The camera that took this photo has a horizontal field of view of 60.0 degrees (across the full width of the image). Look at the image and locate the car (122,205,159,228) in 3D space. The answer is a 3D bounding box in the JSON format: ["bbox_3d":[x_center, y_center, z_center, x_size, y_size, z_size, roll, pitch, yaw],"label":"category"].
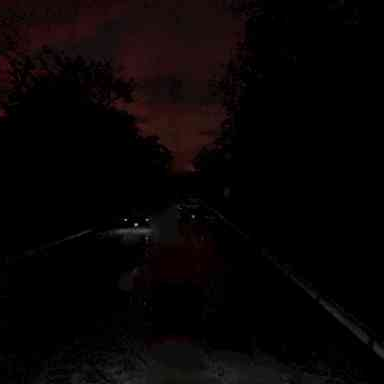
[{"bbox_3d":[-3.352,1.584,22.624,2.033,1.411,5.357,0,0,0],"label":"car"}]

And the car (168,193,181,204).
[{"bbox_3d":[-3.276,1.275,63.426,2.150,2.045,5.566,0,0,0],"label":"car"}]

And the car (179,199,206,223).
[{"bbox_3d":[0.097,1.566,26.139,1.812,1.442,4.674,0,0,0],"label":"car"}]
